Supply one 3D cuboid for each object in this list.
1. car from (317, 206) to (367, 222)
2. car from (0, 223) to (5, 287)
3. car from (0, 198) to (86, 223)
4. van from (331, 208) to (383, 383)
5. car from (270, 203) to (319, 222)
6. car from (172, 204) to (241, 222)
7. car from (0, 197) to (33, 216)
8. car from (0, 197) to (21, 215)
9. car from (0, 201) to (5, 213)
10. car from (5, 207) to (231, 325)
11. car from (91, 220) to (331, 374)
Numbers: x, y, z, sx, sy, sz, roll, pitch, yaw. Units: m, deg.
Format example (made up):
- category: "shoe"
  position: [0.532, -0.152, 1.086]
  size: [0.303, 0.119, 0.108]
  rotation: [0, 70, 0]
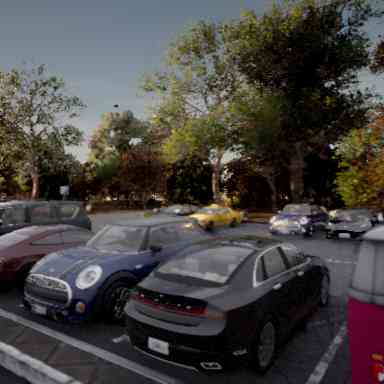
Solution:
- category: "car"
  position: [8.176, 1.546, 16.747]
  size: [2.163, 1.488, 4.792]
  rotation: [-1, 0, 35]
- category: "car"
  position: [-3.565, 1.602, 9.077]
  size: [2.002, 1.452, 4.674]
  rotation: [-1, 0, 35]
- category: "car"
  position: [-5.867, 1.336, 10.682]
  size: [2.435, 2.045, 5.566]
  rotation: [-1, 0, 35]
- category: "van"
  position: [3.357, 1.260, 4.304]
  size: [1.878, 1.987, 4.442]
  rotation: [-1, 0, 35]
- category: "car"
  position: [5.945, 1.416, 18.406]
  size: [2.185, 1.767, 4.553]
  rotation: [-1, 0, 35]
- category: "car"
  position: [1.297, 1.589, 21.444]
  size: [1.946, 1.575, 5.366]
  rotation: [-1, 0, 35]
- category: "car"
  position: [-21.435, 1.596, 37.794]
  size: [2.435, 2.045, 5.566]
  rotation: [-1, 0, 35]
- category: "car"
  position: [-23.605, 1.620, 39.336]
  size: [2.435, 2.045, 5.566]
  rotation: [-1, 0, 35]
- category: "car"
  position: [-25.957, 1.940, 41.040]
  size: [2.002, 1.452, 4.674]
  rotation: [-1, 0, 35]
- category: "car"
  position: [-1.262, 1.411, 7.482]
  size: [2.185, 1.767, 4.553]
  rotation: [-1, 0, 35]
- category: "car"
  position: [1.002, 1.512, 5.826]
  size: [2.231, 1.521, 4.892]
  rotation: [-1, 0, 35]
